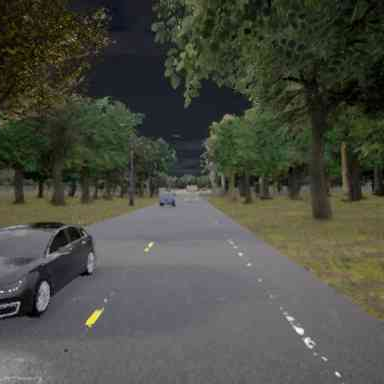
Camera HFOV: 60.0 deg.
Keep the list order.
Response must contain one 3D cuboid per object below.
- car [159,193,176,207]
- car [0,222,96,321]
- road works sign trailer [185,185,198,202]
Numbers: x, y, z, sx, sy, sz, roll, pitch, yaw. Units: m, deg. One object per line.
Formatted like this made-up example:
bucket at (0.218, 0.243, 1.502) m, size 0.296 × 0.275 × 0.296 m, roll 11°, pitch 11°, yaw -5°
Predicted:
car at (-3.579, 1.150, 49.319) m, size 2.150 × 2.045 × 5.566 m, roll 0°, pitch 0°, yaw 0°
car at (-3.600, 1.500, 7.515) m, size 1.837 × 1.490 × 4.892 m, roll 0°, pitch 0°, yaw 0°
road works sign trailer at (-0.004, 0.329, 68.356) m, size 2.380 × 3.560 × 2.880 m, roll 0°, pitch 0°, yaw 0°
